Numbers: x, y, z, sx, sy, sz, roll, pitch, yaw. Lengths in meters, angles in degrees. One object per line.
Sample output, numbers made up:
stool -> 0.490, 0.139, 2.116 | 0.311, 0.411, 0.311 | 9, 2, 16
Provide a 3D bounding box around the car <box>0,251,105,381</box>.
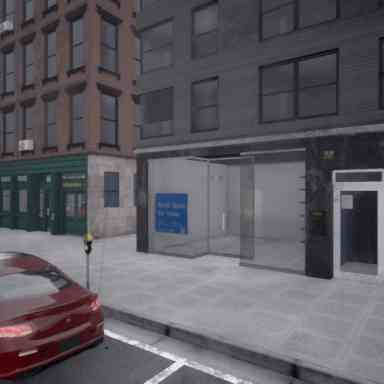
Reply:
car -> -3.078, 1.581, 5.018 | 4.206, 1.307, 1.802 | 0, 0, 36
